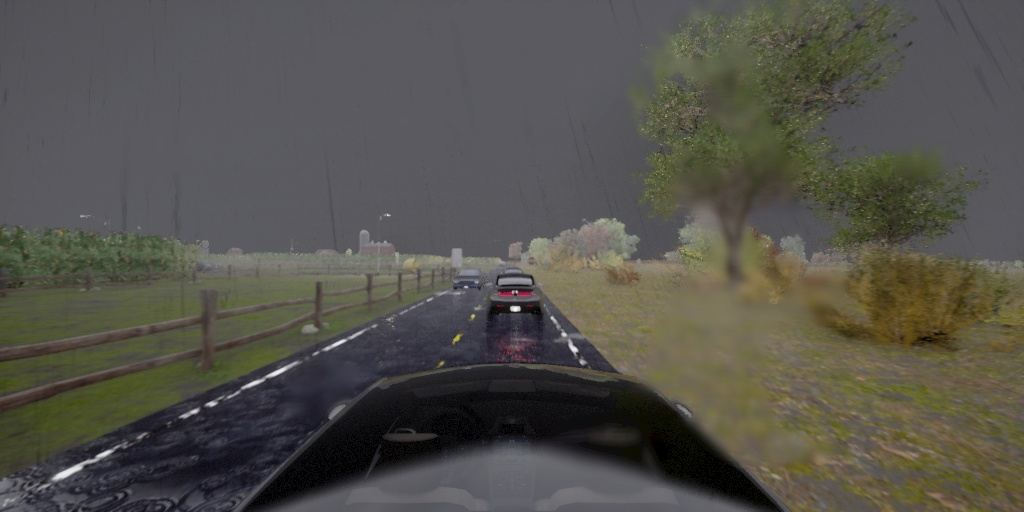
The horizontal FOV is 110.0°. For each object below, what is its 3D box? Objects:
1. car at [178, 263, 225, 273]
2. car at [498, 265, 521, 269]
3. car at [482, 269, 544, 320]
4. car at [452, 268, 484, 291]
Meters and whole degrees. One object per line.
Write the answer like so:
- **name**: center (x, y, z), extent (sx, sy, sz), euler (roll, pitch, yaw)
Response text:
- **car**: center (-41.930, 1.584, 48.412), extent (5.357, 1.411, 2.033), euler (0, 0, -1)
- **car**: center (0.108, 1.594, 27.209), extent (2.033, 1.411, 5.357), euler (0, -1, 0)
- **car**: center (0.104, 1.384, 13.167), extent (1.837, 1.490, 4.892), euler (0, -1, 0)
- **car**: center (-2.831, 1.566, 24.814), extent (2.033, 1.411, 5.357), euler (0, -1, 0)
